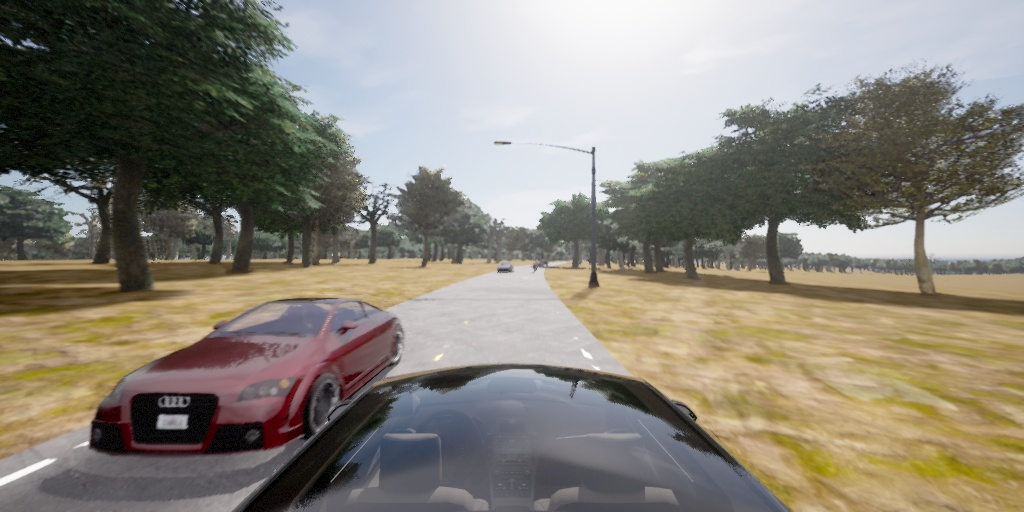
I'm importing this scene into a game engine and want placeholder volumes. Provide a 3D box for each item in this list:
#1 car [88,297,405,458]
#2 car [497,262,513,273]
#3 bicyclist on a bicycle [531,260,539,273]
[{"bbox_3d":[-3.055,1.321,5.237,1.994,1.385,4.181,0,0,1],"label":"car"},{"bbox_3d":[-0.857,1.499,48.051,2.033,1.411,5.357,0,0,6],"label":"car"},{"bbox_3d":[2.892,1.381,46.698,0.866,1.612,1.509,-1,0,5],"label":"bicyclist on a bicycle"}]
